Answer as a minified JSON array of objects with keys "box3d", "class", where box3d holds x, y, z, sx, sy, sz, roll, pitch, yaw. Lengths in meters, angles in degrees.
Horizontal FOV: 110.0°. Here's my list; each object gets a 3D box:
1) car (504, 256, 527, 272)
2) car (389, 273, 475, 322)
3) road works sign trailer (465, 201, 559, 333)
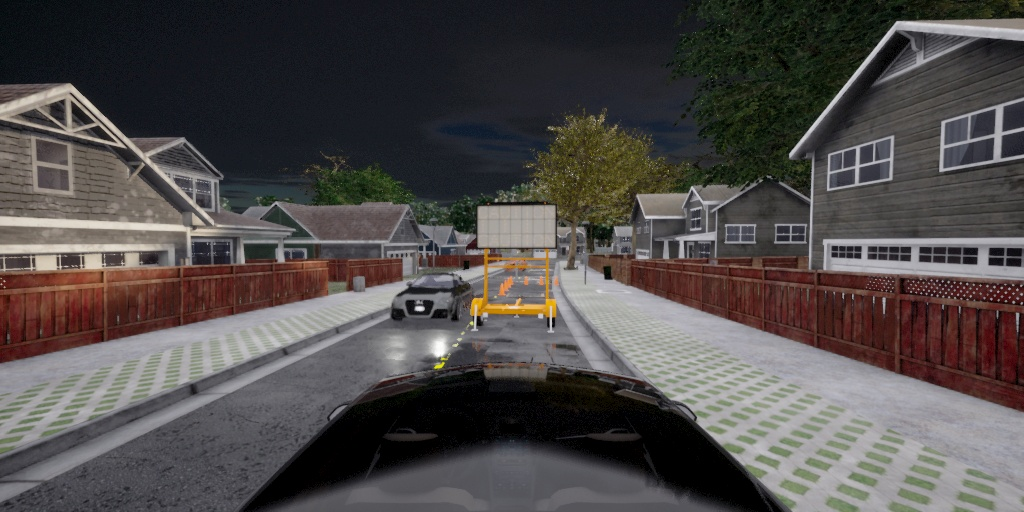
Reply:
[{"box3d":[0.417,0.801,38.750,2.097,1.767,4.553,0,1,7],"class":"car"},{"box3d":[-2.480,1.280,12.051,1.994,1.385,4.181,0,0,3],"class":"car"},{"box3d":[0.143,0.191,10.777,2.380,3.560,2.880,0,0,5],"class":"road works sign trailer"}]
